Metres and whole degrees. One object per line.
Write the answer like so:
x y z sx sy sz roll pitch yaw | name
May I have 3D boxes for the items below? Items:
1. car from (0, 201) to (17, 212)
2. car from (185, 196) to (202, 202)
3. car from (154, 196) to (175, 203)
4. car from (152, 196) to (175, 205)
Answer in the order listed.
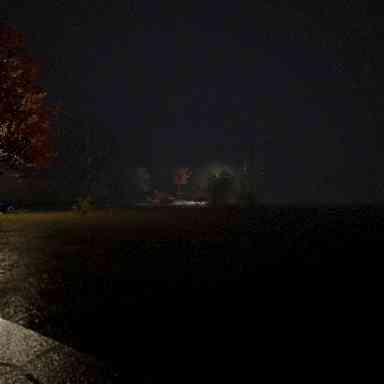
-21.840 1.600 37.050 1.994 1.385 4.181 1 1 35 | car
0.460 1.531 71.654 1.895 1.301 4.718 1 0 31 | car
-5.587 1.453 68.431 1.895 1.301 4.718 1 0 32 | car
-5.314 1.555 62.162 1.882 1.535 5.008 1 0 32 | car
